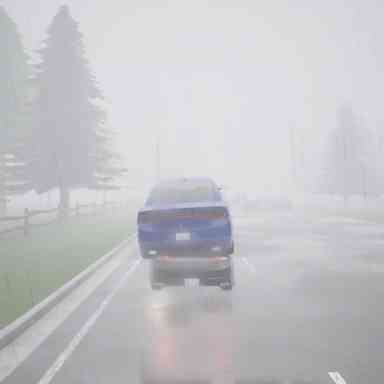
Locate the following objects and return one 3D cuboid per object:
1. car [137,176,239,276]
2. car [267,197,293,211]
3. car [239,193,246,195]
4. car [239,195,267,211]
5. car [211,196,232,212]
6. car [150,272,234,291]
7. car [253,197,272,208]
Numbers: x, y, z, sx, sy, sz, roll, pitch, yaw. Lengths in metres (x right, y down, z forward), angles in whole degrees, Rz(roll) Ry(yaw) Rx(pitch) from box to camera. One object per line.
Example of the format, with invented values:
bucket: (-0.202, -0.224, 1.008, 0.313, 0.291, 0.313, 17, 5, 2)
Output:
car: (-0.082, 0.342, 8.302, 1.882, 1.535, 5.008, -4, 7, 3)
car: (10.500, 1.352, 40.035, 2.097, 1.767, 4.553, 0, 0, 0)
car: (7.000, 1.221, 50.098, 2.150, 2.045, 5.566, 0, 0, 0)
car: (7.000, 1.491, 39.648, 2.128, 1.511, 4.902, 0, 0, 0)
car: (3.500, 1.352, 40.035, 2.097, 1.767, 4.553, 0, 0, 0)
car: (0.001, 1.553, 9.027, 2.128, 1.511, 4.902, 0, 1, 0)
car: (10.500, 1.505, 50.068, 1.837, 1.490, 4.892, 0, 0, 0)
